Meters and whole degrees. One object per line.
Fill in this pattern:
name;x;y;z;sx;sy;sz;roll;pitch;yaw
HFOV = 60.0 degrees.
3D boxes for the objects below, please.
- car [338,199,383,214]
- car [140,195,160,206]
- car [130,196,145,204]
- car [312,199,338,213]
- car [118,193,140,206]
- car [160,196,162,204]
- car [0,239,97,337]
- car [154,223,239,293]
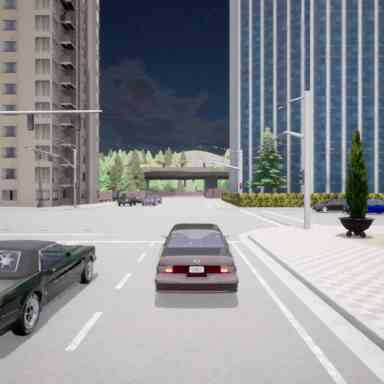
car;17.632;1.477;33.032;5.008;1.535;1.882;0;0;0
car;-6.953;1.352;54.847;2.097;1.767;4.553;0;0;0
car;-10.387;1.547;64.121;2.033;1.411;5.357;0;0;1
car;15.682;1.505;36.517;4.892;1.490;1.837;0;0;0
car;-10.460;1.221;53.882;2.150;2.045;5.566;0;0;0
car;-6.892;1.352;63.736;2.097;1.767;4.553;0;0;1
car;-3.422;1.601;6.626;1.895;1.301;4.718;0;0;1
car;0.097;1.547;8.962;2.033;1.411;5.357;0;0;0
